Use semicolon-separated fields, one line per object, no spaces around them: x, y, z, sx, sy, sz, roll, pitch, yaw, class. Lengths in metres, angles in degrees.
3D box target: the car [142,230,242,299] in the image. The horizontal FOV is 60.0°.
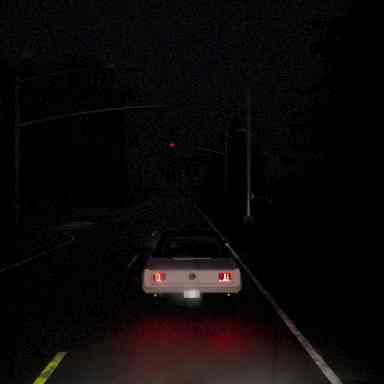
-0.036;1.601;8.377;1.895;1.301;4.718;0;0;-1;car
